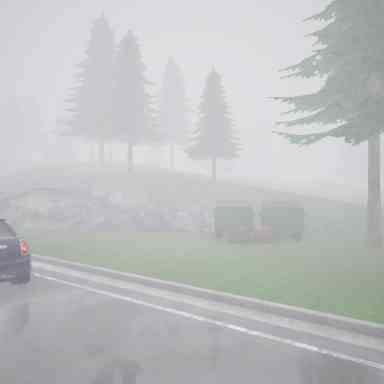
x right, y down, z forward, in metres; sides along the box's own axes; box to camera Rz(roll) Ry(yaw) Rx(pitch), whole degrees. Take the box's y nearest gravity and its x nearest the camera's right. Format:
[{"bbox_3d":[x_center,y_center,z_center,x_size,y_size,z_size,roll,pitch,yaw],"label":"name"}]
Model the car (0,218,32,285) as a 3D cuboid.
[{"bbox_3d":[-6.035,1.351,8.295,4.553,1.767,2.097,0,0,36],"label":"car"}]
